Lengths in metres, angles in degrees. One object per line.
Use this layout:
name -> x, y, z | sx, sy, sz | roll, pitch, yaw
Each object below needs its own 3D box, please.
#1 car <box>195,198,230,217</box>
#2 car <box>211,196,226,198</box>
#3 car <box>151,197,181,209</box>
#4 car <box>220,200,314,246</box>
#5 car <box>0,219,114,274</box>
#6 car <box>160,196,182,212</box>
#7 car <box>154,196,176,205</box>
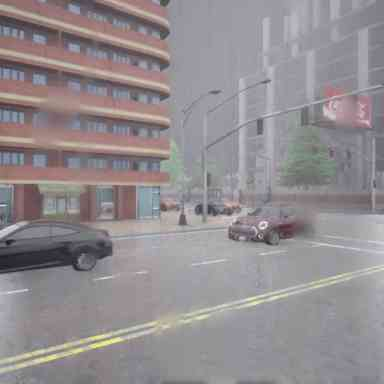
car -> 2.049, 1.564, 31.986 | 1.994, 1.385, 4.181 | 0, 0, -35
car -> 3.341, 1.352, 36.246 | 2.097, 1.767, 4.553 | 0, 0, -35
car -> -3.669, 1.505, 46.246 | 1.837, 1.490, 4.892 | 0, 0, -35
car -> 3.748, 1.351, 15.421 | 4.553, 1.767, 2.097 | 0, 0, -43
car -> -4.559, 1.526, 9.318 | 4.674, 1.442, 1.812 | 0, 0, -34
car -> -3.126, 1.352, 39.370 | 2.097, 1.767, 4.553 | 0, 0, -35
car -> -4.973, 1.526, 60.647 | 1.812, 1.442, 4.674 | 0, 0, -35
